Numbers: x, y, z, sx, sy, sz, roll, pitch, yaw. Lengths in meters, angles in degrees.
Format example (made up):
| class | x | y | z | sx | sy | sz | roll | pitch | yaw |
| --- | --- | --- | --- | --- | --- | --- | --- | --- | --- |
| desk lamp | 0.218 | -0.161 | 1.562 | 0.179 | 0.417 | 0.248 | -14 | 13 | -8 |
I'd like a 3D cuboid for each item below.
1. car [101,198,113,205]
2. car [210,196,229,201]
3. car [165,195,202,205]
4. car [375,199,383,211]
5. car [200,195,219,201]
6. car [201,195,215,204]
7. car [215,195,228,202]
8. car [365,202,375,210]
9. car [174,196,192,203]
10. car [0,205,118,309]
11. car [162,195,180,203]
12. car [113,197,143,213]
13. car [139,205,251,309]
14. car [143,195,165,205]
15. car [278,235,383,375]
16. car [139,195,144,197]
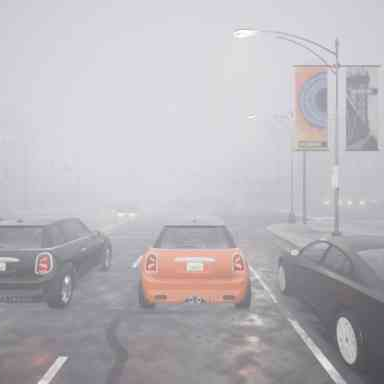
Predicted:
| class | x | y | z | sx | sy | sz | roll | pitch | yaw |
| --- | --- | --- | --- | --- | --- | --- | --- | --- | --- |
| car | -10.518 | 1.544 | 44.129 | 2.033 | 1.411 | 5.357 | 0 | 0 | 1 |
| car | 6.798 | 1.589 | 82.072 | 4.718 | 1.301 | 1.895 | 0 | 0 | -43 |
| car | -1.213 | 1.544 | 44.586 | 2.033 | 1.411 | 5.357 | 0 | 0 | -30 |
| car | 23.180 | 1.349 | 36.421 | 4.553 | 1.767 | 2.097 | 0 | 0 | 0 |
| car | 4.484 | 1.519 | 84.695 | 4.902 | 1.511 | 2.128 | 0 | 0 | -43 |
| car | 2.253 | 1.473 | 62.190 | 1.882 | 1.535 | 5.008 | 0 | 0 | 18 |
| car | 6.219 | 1.494 | 76.379 | 1.837 | 1.490 | 4.892 | 0 | 0 | 43 |
| car | 23.417 | 1.502 | 39.924 | 4.892 | 1.490 | 1.837 | 0 | 0 | 0 |
| car | -1.899 | 1.547 | 70.614 | 1.994 | 1.385 | 4.181 | 0 | 0 | 26 |
| car | -3.434 | 1.351 | 8.052 | 2.097 | 1.767 | 4.553 | 0 | 0 | 0 |
| car | -4.607 | 1.495 | 72.979 | 1.837 | 1.490 | 4.892 | 0 | 0 | 26 |
| car | -7.054 | 1.561 | 37.136 | 1.994 | 1.385 | 4.181 | 0 | 0 | 0 |
| car | 0.067 | 1.351 | 8.048 | 2.097 | 1.767 | 4.553 | 0 | 0 | 0 |
| car | -6.330 | 1.521 | 56.905 | 1.812 | 1.442 | 4.674 | 0 | 0 | 10 |
| car | 2.903 | 1.479 | 5.697 | 2.097 | 1.535 | 5.008 | 0 | 0 | 0 |
| car | -8.932 | 1.347 | 61.380 | 2.097 | 1.767 | 4.553 | 0 | 0 | 15 |
